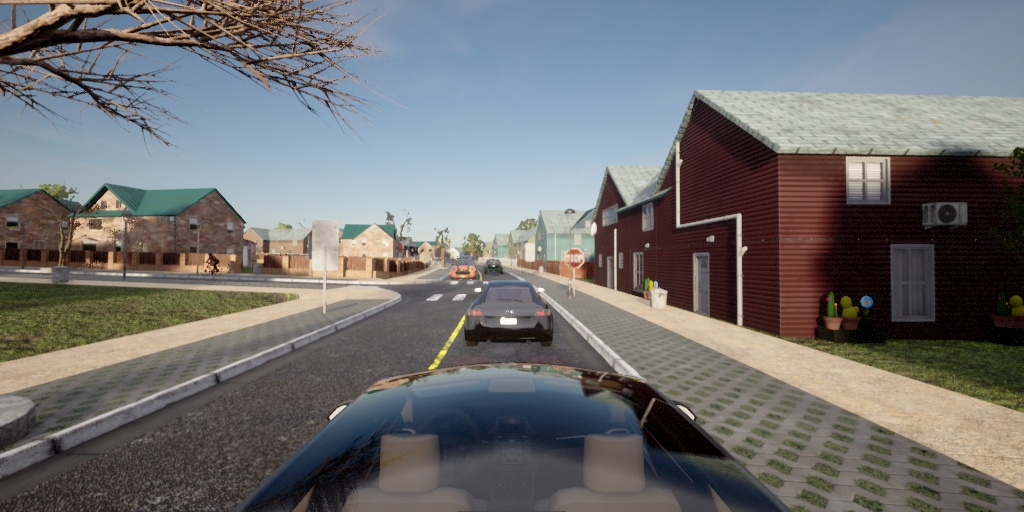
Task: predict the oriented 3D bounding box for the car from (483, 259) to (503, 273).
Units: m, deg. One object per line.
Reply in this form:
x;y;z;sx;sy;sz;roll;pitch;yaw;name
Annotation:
-2.256;1.107;41.302;2.097;1.767;4.553;0;0;-7;car

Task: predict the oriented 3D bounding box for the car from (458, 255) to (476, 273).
-5.545;0.974;44.055;2.150;2.045;5.566;0;0;-7;car

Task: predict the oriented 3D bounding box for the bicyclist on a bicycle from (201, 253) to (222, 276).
-22.072;0.631;26.378;0.582;1.620;1.656;1;0;8;bicyclist on a bicycle

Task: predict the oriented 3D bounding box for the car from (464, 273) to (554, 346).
-0.064;1.315;9.388;1.994;1.385;4.181;0;0;0;car

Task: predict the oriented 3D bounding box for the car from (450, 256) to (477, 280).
-4.249;1.103;31.687;2.097;1.767;4.553;0;0;-5;car
